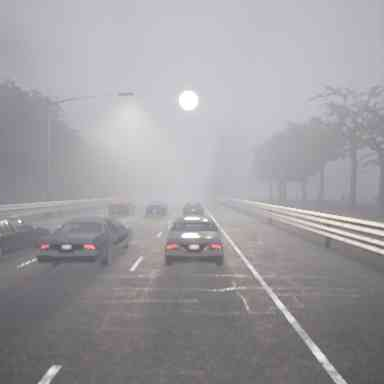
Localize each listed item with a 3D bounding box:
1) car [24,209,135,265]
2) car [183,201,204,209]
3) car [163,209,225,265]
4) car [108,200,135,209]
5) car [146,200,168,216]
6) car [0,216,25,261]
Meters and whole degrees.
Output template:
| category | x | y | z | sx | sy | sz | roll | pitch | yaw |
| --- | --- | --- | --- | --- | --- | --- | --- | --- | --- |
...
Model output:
| category | x | y | z | sx | sy | sz | roll | pitch | yaw |
| --- | --- | --- | --- | --- | --- | --- | --- | --- | --- |
| car | -3.420 | 1.557 | 11.634 | 2.033 | 1.411 | 5.357 | 0 | 0 | 0 |
| car | 0.127 | 1.578 | 32.080 | 1.994 | 1.385 | 4.181 | 0 | 0 | 0 |
| car | 0.081 | 1.557 | 11.648 | 2.033 | 1.411 | 5.357 | 0 | 0 | 1 |
| car | -6.869 | 1.492 | 32.957 | 1.882 | 1.535 | 5.008 | 0 | 0 | 0 |
| car | -3.370 | 1.540 | 32.506 | 1.812 | 1.442 | 4.674 | 0 | 0 | 0 |
| car | -6.919 | 1.557 | 11.652 | 2.033 | 1.411 | 5.357 | 0 | 0 | 0 |
